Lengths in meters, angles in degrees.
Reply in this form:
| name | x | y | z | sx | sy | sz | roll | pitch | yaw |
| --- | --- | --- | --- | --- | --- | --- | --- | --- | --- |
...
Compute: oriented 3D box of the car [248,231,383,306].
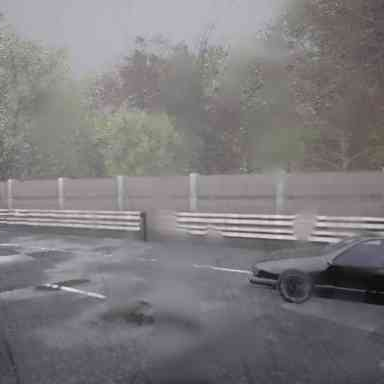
| name | x | y | z | sx | sy | sz | roll | pitch | yaw |
| --- | --- | --- | --- | --- | --- | --- | --- | --- | --- |
| car | 3.898 | 1.506 | 6.575 | 5.357 | 1.411 | 2.033 | -1 | 0 | 27 |
